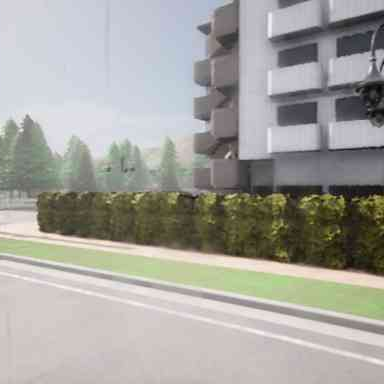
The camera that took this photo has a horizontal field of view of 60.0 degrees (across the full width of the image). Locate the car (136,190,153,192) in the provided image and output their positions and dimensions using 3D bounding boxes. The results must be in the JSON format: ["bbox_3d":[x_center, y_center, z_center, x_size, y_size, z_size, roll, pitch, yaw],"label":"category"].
[{"bbox_3d":[-6.657,0.803,42.949,2.150,2.045,5.566,1,1,34],"label":"car"}]
